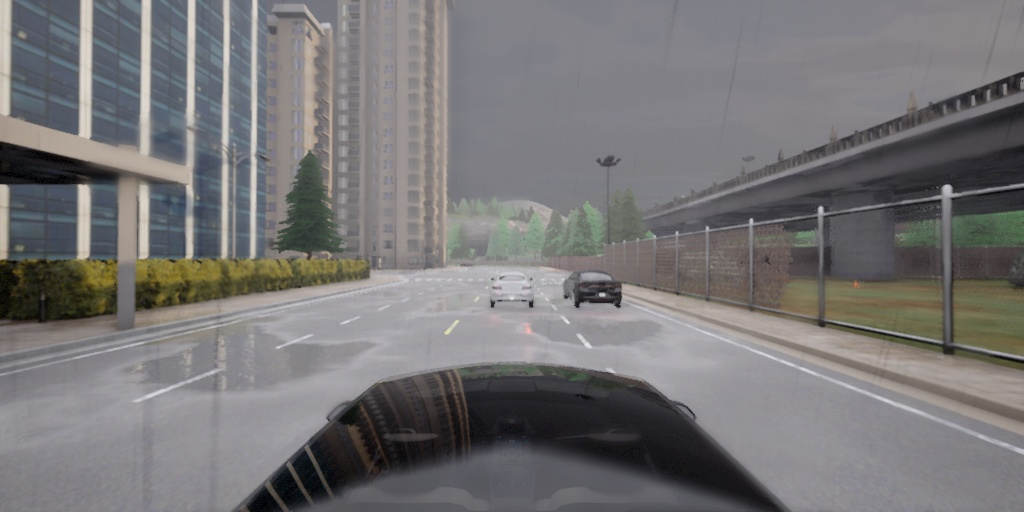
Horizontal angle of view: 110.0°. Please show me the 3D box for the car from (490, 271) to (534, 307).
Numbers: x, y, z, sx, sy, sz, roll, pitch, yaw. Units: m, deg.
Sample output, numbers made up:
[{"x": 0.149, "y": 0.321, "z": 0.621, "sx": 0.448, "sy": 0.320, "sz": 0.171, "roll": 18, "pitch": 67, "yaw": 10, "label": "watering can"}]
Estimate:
[{"x": 0.000, "y": 1.411, "z": 16.232, "sx": 1.812, "sy": 1.442, "sz": 4.674, "roll": 0, "pitch": 0, "yaw": 0, "label": "car"}]

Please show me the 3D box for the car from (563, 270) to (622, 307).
[{"x": 3.501, "y": 1.364, "z": 16.327, "sx": 1.882, "sy": 1.535, "sz": 5.008, "roll": 0, "pitch": 0, "yaw": 0, "label": "car"}]
